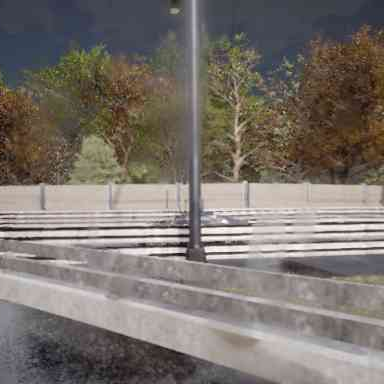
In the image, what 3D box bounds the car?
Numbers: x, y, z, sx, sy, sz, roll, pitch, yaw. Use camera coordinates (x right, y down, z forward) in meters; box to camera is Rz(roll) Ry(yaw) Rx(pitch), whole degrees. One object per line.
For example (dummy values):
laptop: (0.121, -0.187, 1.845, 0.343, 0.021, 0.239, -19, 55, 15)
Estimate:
car: (-0.029, 1.608, 13.703, 4.902, 1.511, 2.128, -1, 0, -6)
